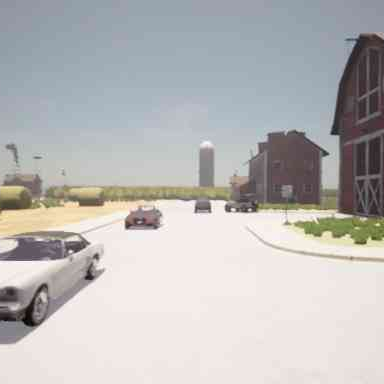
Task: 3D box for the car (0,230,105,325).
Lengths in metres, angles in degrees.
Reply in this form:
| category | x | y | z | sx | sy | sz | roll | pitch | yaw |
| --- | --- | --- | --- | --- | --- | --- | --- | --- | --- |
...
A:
| category | x | y | z | sx | sy | sz | roll | pitch | yaw |
| --- | --- | --- | --- | --- | --- | --- | --- | --- | --- |
| car | -3.408 | 1.573 | 7.151 | 1.895 | 1.301 | 4.718 | 0 | 0 | 1 |

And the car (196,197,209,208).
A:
| category | x | y | z | sx | sy | sz | roll | pitch | yaw |
| --- | --- | --- | --- | --- | --- | --- | --- | --- | --- |
| car | 1.589 | 1.522 | 48.664 | 1.837 | 1.490 | 4.892 | 0 | 0 | 2 |

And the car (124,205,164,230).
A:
| category | x | y | z | sx | sy | sz | roll | pitch | yaw |
| --- | --- | --- | --- | --- | --- | --- | --- | --- | --- |
| car | -2.953 | 1.543 | 21.109 | 1.994 | 1.385 | 4.181 | 0 | 0 | 2 |

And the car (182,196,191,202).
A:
| category | x | y | z | sx | sy | sz | roll | pitch | yaw |
| --- | --- | --- | --- | --- | --- | --- | --- | --- | --- |
| car | -1.170 | 1.467 | 73.623 | 1.994 | 1.385 | 4.181 | 0 | 0 | 2 |

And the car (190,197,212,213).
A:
| category | x | y | z | sx | sy | sz | roll | pitch | yaw |
| --- | --- | --- | --- | --- | --- | --- | --- | --- | --- |
| car | 1.226 | 1.487 | 36.909 | 2.128 | 1.511 | 4.902 | 0 | -1 | 2 |

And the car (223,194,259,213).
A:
| category | x | y | z | sx | sy | sz | roll | pitch | yaw |
| --- | --- | --- | --- | --- | --- | --- | --- | --- | --- |
| car | 5.272 | 1.189 | 35.433 | 1.905 | 1.878 | 3.866 | -7 | 3 | -40 |
